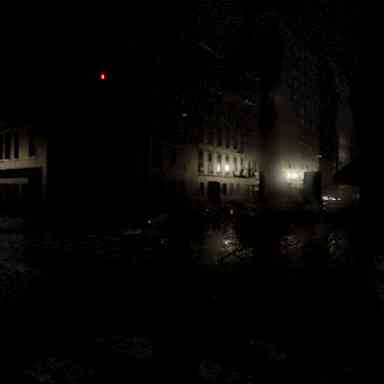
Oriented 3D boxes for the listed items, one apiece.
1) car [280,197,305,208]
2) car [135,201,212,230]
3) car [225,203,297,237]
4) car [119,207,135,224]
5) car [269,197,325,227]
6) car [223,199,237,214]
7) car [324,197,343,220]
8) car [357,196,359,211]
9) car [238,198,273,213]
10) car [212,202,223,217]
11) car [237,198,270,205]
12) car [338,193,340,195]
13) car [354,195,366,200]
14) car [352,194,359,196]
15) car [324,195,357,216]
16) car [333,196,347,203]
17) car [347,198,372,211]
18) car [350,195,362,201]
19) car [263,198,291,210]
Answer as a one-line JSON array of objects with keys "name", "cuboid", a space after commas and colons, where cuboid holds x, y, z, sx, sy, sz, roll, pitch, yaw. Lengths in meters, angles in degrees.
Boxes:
[{"name": "car", "cuboid": [13.425, 1.404, 44.214, 1.802, 1.307, 4.206, 0, 0, 36]}, {"name": "car", "cuboid": [-0.959, 1.366, 20.162, 1.812, 1.442, 4.674, 1, 0, 36]}, {"name": "car", "cuboid": [3.664, 1.462, 17.190, 1.802, 1.307, 4.206, 1, 0, 36]}, {"name": "car", "cuboid": [-2.823, 1.388, 21.914, 1.947, 1.339, 4.313, 1, 0, 36]}, {"name": "car", "cuboid": [6.915, 1.319, 21.650, 1.967, 1.590, 4.097, 1, 0, 36]}, {"name": "car", "cuboid": [3.677, 1.365, 30.834, 1.887, 1.381, 4.507, 1, 0, 36]}, {"name": "car", "cuboid": [10.265, 1.404, 26.248, 1.752, 1.417, 4.829, 1, 0, 36]}, {"name": "car", "cuboid": [16.664, 1.429, 35.032, 2.008, 1.369, 4.403, 0, 0, 36]}, {"name": "car", "cuboid": [6.826, 1.345, 35.156, 1.752, 1.417, 4.829, 1, 0, 36]}, {"name": "car", "cuboid": [0.427, 1.403, 26.374, 1.802, 1.307, 4.206, 1, 0, 36]}, {"name": "car", "cuboid": [6.337, 1.316, 30.175, 1.882, 1.535, 5.008, 1, 0, 36]}, {"name": "car", "cuboid": [26.424, 1.151, 62.053, 2.192, 1.841, 5.009, 0, 0, 36]}, {"name": "car", "cuboid": [42.671, 1.404, 84.355, 2.008, 1.369, 4.403, 0, 0, 36]}, {"name": "car", "cuboid": [36.173, 1.286, 75.435, 1.967, 1.590, 4.097, 0, 0, 36]}, {"name": "car", "cuboid": [13.415, 1.318, 30.571, 1.967, 1.590, 4.097, 1, 0, 36]}, {"name": "car", "cuboid": [29.672, 1.421, 66.515, 1.802, 1.307, 4.206, 0, 0, 36]}, {"name": "car", "cuboid": [19.913, 1.446, 39.492, 1.947, 1.339, 4.313, 0, 0, 36]}, {"name": "car", "cuboid": [39.322, 1.375, 79.757, 1.752, 1.417, 4.829, 0, 0, 36]}, {"name": "car", "cuboid": [10.176, 1.402, 39.754, 1.802, 1.307, 4.206, 1, 0, 36]}]
